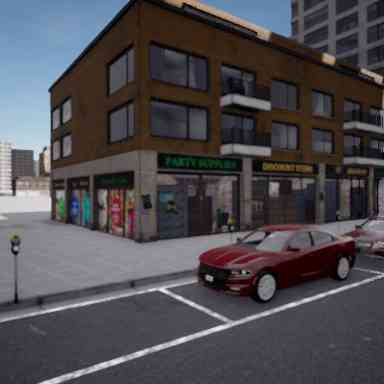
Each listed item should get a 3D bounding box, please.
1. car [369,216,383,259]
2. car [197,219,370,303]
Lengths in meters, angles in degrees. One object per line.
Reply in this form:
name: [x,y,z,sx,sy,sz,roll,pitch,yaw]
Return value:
car: [6.675,1.495,11.317,4.206,1.307,1.802,-1,0,-36]
car: [2.183,1.498,8.101,4.507,1.381,1.887,-1,0,-36]
